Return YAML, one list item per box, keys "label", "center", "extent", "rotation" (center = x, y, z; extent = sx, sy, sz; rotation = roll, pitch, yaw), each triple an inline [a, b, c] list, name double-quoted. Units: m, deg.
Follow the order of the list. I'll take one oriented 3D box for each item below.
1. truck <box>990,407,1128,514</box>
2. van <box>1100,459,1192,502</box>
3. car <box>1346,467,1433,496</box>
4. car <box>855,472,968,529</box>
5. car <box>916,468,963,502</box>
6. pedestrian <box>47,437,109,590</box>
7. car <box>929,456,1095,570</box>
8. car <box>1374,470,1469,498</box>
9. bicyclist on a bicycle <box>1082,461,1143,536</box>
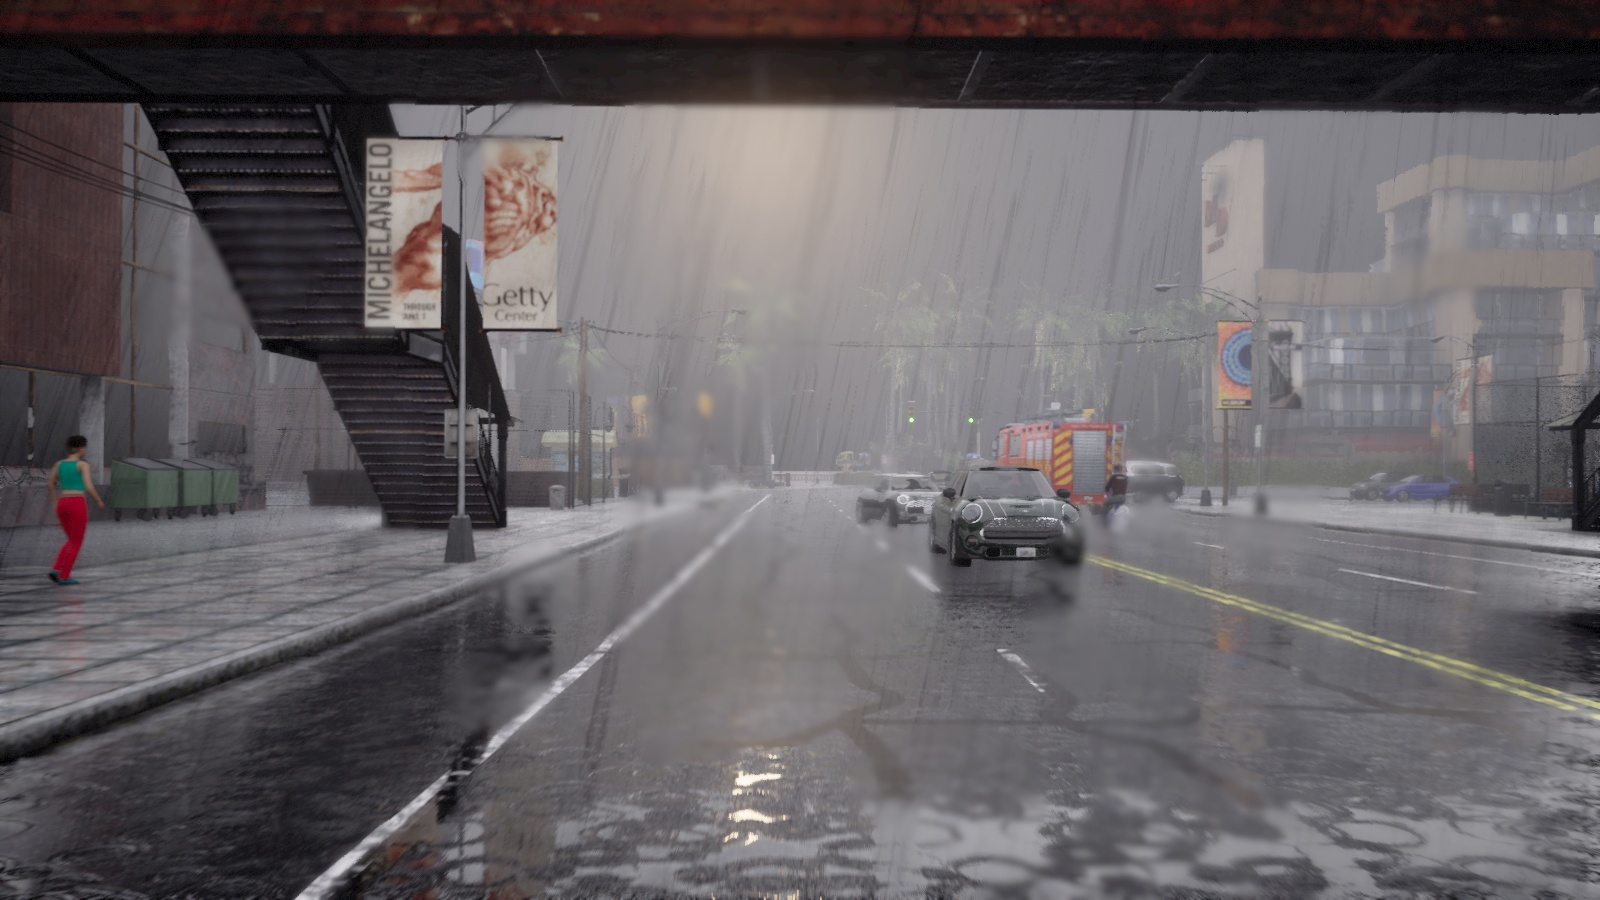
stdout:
- label: "truck"
  center: [9.889, 0.433, 49.103]
  extent: [2.891, 3.827, 8.468]
  rotation: [0, -1, -5]
- label: "van"
  center: [16.961, 1.500, 61.471]
  extent: [4.480, 2.038, 2.069]
  rotation: [1, -2, -38]
- label: "car"
  center: [33.095, 1.762, 70.540]
  extent: [3.988, 1.617, 1.851]
  rotation: [0, -1, -1]
- label: "car"
  center: [3.009, 1.350, 34.730]
  extent: [1.970, 1.475, 3.806]
  rotation: [0, -1, -14]
- label: "car"
  center: [6.876, 1.726, 62.138]
  extent: [1.851, 1.617, 3.988]
  rotation: [0, -1, 0]
- label: "pedestrian"
  center: [-8.860, 0.765, 15.420]
  extent: [0.345, 1.836, 0.594]
  rotation: [0, -1, 12]
- label: "car"
  center: [3.537, 1.025, 21.834]
  extent: [2.097, 1.767, 4.553]
  rotation: [0, -1, 0]
- label: "car"
  center: [33.158, 1.819, 67.052]
  extent: [4.193, 1.474, 1.816]
  rotation: [0, -1, -1]
- label: "bicyclist on a bicycle"
  center: [7.654, 1.172, 30.878]
  extent: [0.659, 1.776, 1.843]
  rotation: [0, -1, -14]
